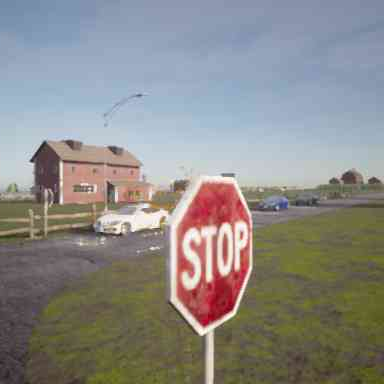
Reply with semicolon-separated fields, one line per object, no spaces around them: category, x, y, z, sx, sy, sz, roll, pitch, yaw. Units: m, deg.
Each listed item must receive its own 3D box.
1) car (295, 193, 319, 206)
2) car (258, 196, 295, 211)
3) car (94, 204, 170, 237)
car;14.293;0.913;41.380;1.837;1.490;4.892;0;1;37
car;8.315;1.099;33.272;1.812;1.442;4.674;0;1;36
car;-3.011;1.406;17.744;1.812;1.442;4.674;0;1;35
